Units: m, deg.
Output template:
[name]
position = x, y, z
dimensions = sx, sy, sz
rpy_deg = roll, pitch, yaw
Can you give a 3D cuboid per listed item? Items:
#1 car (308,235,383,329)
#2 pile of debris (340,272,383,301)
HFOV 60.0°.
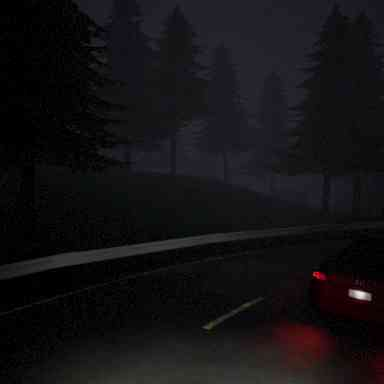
[car]
position = 4.008, 1.568, 6.621
dimensions = 1.994, 1.385, 4.181
rpy_deg = 1, 1, 44
[pile of debris]
position = 4.580, 2.185, 7.627
dimensions = 1.860, 0.140, 1.500
rpy_deg = 0, 0, -39
